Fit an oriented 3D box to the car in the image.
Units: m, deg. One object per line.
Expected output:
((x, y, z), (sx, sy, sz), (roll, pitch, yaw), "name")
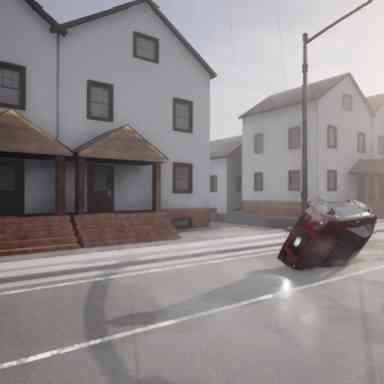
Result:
((4.460, 1.437, 10.318), (4.181, 1.994, 1.385), (-1, 33, -42), "car")
